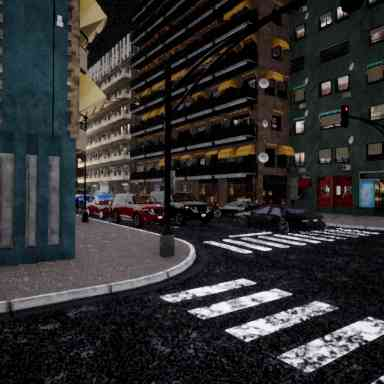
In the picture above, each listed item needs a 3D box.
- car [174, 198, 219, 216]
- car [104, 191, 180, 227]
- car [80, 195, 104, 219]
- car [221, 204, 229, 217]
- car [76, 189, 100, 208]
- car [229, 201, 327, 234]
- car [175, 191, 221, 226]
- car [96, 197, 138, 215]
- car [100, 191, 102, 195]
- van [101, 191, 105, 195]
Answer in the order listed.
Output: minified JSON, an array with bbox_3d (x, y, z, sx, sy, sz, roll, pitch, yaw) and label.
[{"bbox_3d":[0.337,1.288,29.691,1.802,1.307,4.206,2,0,-36],"label":"car"},{"bbox_3d":[-3.214,1.033,20.302,2.192,1.841,5.009,2,0,-36],"label":"car"},{"bbox_3d":[-6.480,1.182,24.819,1.887,1.381,4.507,2,0,-36],"label":"car"},{"bbox_3d":[3.597,1.353,25.174,1.947,1.339,4.313,2,0,-36],"label":"car"},{"bbox_3d":[-12.913,0.669,38.171,2.150,2.045,5.566,1,0,-35],"label":"car"},{"bbox_3d":[4.711,1.403,18.491,2.033,1.411,5.357,0,1,-34],"label":"car"},{"bbox_3d":[-0.941,0.966,21.551,2.150,2.045,5.566,1,0,-36],"label":"car"},{"bbox_3d":[-6.762,1.201,29.616,1.895,1.301,4.718,1,0,-36],"label":"car"},{"bbox_3d":[-14.378,0.900,45.638,1.812,1.442,4.674,1,0,-36],"label":"car"},{"bbox_3d":[-12.697,0.725,47.760,1.690,1.788,3.998,2,0,-36],"label":"van"}]
